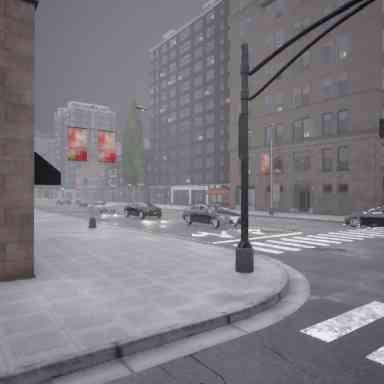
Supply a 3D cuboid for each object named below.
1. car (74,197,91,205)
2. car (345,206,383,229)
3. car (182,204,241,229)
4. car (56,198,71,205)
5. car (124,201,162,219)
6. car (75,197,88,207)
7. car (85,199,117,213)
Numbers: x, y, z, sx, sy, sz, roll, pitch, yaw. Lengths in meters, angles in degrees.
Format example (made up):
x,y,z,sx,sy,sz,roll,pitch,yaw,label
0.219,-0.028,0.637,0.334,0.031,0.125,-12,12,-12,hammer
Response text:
x,y,z,sx,sy,sz,roll,pitch,yaw,label
-21.850,1.760,66.140,1.837,1.490,4.892,0,0,-36,car
11.564,1.529,19.614,2.128,1.511,4.902,0,-1,-36,car
1.231,1.554,22.513,2.128,1.511,4.902,0,0,-36,car
-25.225,1.803,65.260,2.033,1.411,5.357,0,0,-36,car
-4.593,1.579,30.623,1.882,1.535,5.008,0,0,-35,car
-16.701,1.768,53.421,1.994,1.385,4.181,0,0,-37,car
-10.496,1.741,38.857,1.895,1.301,4.718,0,0,-36,car
